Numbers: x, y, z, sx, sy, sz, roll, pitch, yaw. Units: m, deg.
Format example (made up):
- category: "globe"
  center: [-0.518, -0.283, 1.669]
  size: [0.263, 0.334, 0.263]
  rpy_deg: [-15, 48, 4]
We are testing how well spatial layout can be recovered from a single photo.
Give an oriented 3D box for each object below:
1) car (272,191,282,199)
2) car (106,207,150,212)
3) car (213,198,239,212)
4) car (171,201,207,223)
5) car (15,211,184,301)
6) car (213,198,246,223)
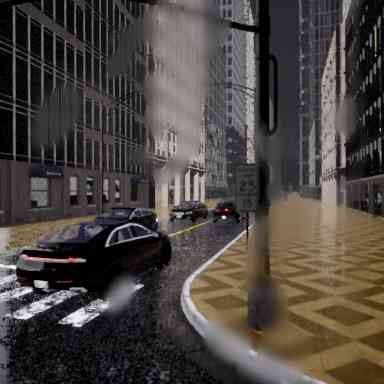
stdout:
- category: "car"
  center: [22.920, 1.282, 91.009]
  size: [2.128, 1.511, 4.902]
  rpy_deg: [0, 0, 17]
- category: "car"
  center: [-3.149, 1.452, 15.479]
  size: [2.128, 1.511, 4.902]
  rpy_deg: [0, 0, 17]
- category: "car"
  center: [4.079, 1.451, 39.312]
  size: [2.033, 1.411, 5.357]
  rpy_deg: [0, 0, 17]
- category: "car"
  center: [-0.176, 1.429, 25.294]
  size: [2.128, 1.511, 4.902]
  rpy_deg: [0, 0, 17]
- category: "car"
  center: [-2.049, 1.458, 8.392]
  size: [2.128, 1.511, 4.902]
  rpy_deg: [0, 0, 17]
- category: "car"
  center: [2.864, 1.433, 24.662]
  size: [1.837, 1.490, 4.892]
  rpy_deg: [0, 0, 17]
